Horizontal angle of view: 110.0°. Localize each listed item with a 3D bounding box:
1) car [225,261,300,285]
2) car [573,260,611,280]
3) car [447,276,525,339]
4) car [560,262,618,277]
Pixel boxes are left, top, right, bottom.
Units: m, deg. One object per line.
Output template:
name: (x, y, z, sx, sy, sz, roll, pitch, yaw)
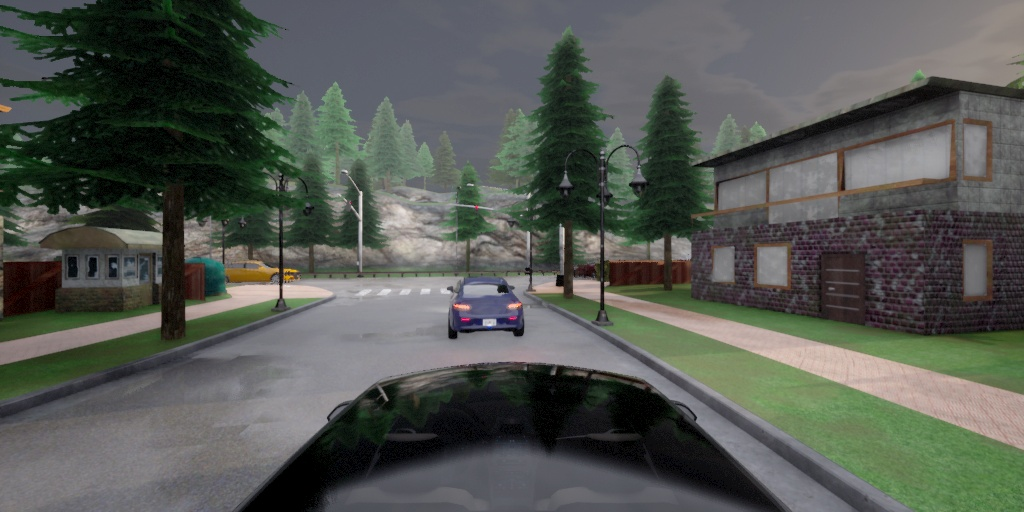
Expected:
car: (-16.618, 1.068, 23.259, 5.008, 1.535, 1.882, 0, 0, -11)
car: (7.651, 1.068, 28.561, 5.008, 1.535, 1.882, 0, 0, -12)
car: (-0.832, 1.275, 10.050, 1.812, 1.442, 4.674, 0, 0, -9)
car: (6.880, 1.191, 32.181, 4.718, 1.301, 1.895, 0, 0, -12)
